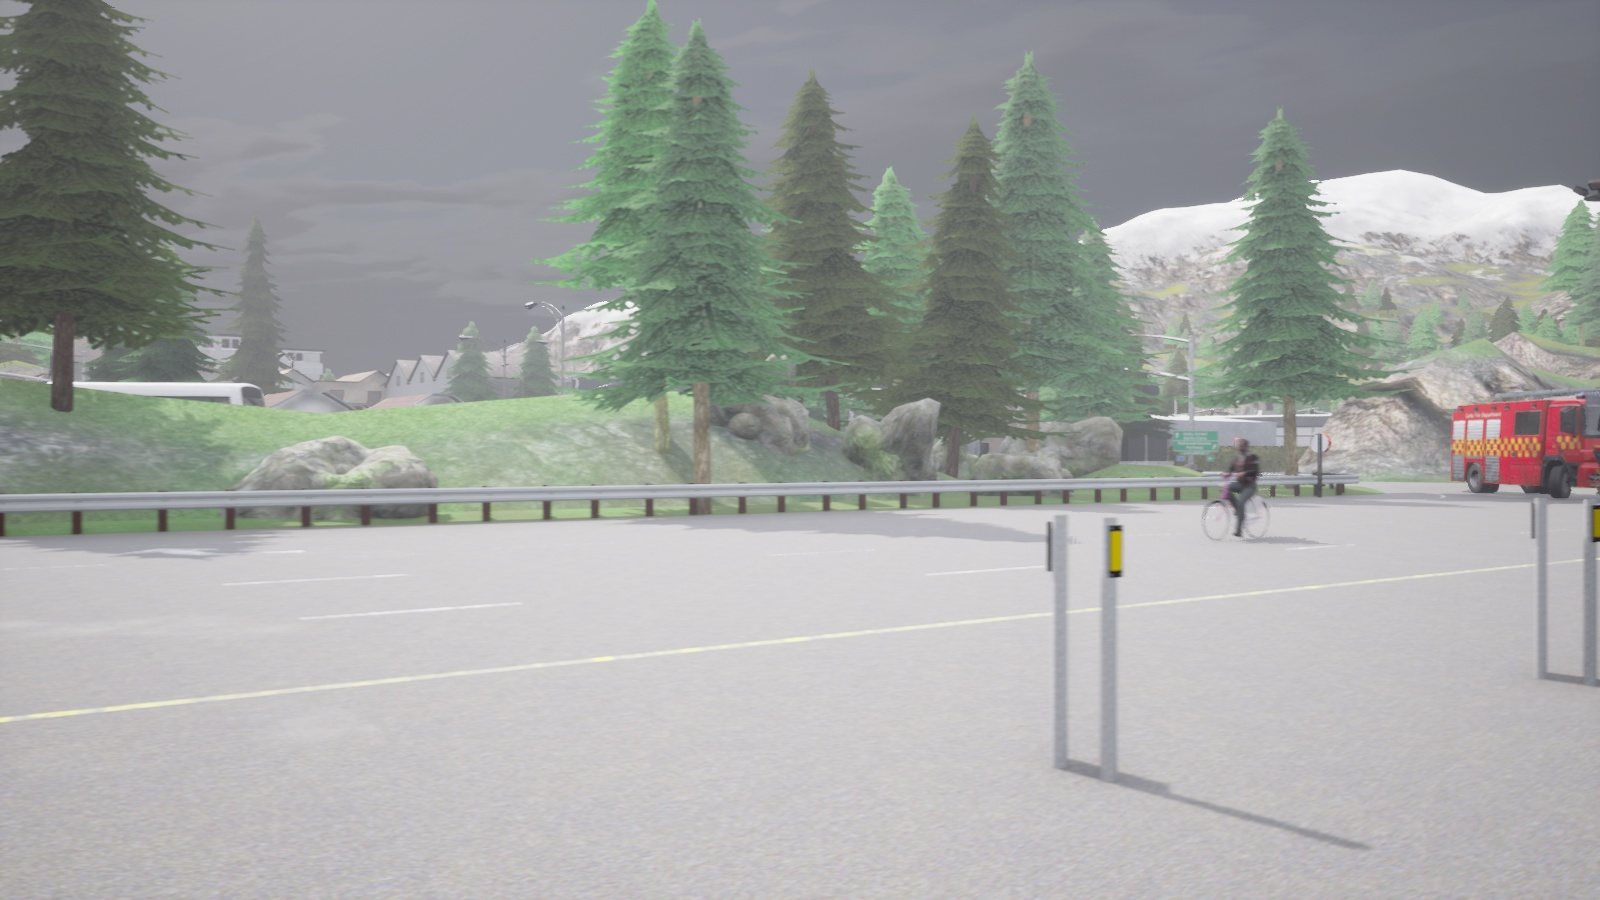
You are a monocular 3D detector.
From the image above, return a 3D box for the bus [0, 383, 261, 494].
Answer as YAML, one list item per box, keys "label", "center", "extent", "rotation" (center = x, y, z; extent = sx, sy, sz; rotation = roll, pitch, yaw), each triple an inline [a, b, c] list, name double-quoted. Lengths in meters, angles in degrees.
- label: "bus"
  center: [-27.585, -0.467, 50.294]
  extent: [10.273, 4.253, 3.944]
  rotation: [0, 1, -5]

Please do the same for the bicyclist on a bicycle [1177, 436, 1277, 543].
- label: "bicyclist on a bicycle"
  center: [7.336, 0.653, 21.553]
  extent: [1.843, 1.776, 0.659]
  rotation: [0, 0, -35]

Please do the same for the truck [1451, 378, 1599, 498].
- label: "truck"
  center: [26.706, -0.375, 44.524]
  extent: [2.891, 3.827, 8.468]
  rotation: [1, 0, 1]
